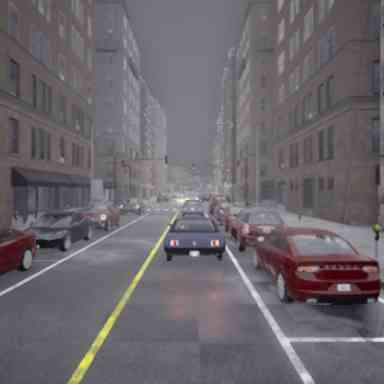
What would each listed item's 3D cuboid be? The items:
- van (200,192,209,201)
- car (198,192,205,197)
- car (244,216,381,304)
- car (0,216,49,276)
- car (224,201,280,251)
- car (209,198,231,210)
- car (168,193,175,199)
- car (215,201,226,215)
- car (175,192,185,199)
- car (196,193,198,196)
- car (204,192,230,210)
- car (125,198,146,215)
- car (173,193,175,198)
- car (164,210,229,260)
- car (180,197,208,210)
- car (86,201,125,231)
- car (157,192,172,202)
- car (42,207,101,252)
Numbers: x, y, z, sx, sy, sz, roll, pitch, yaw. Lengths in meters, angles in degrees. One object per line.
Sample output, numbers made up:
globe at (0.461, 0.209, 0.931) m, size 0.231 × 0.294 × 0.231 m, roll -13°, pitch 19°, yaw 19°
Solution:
van at (2.564, 0.988, 68.769) m, size 1.690 × 1.788 × 3.998 m, roll 0°, pitch 0°, yaw 0°
car at (2.593, 1.019, 57.762) m, size 2.192 × 1.841 × 5.009 m, roll 0°, pitch 0°, yaw 0°
car at (2.623, 1.504, 7.978) m, size 1.887 × 1.381 × 4.507 m, roll 0°, pitch 0°, yaw 0°
car at (-5.402, 1.504, 7.963) m, size 1.887 × 1.381 × 4.507 m, roll 0°, pitch 0°, yaw 0°
car at (2.612, 1.370, 13.660) m, size 1.967 × 1.590 × 4.097 m, roll 0°, pitch 0°, yaw 0°
car at (2.591, 1.423, 25.025) m, size 2.008 × 1.369 × 4.403 m, roll 0°, pitch 0°, yaw 0°
car at (-5.576, 1.077, 90.769) m, size 1.887 × 1.381 × 4.507 m, roll 0°, pitch 0°, yaw 0°
car at (2.602, 1.446, 19.343) m, size 1.887 × 1.381 × 4.507 m, roll 0°, pitch 0°, yaw 0°
car at (-2.914, 1.069, 87.966) m, size 1.812 × 1.442 × 4.674 m, roll 0°, pitch 0°, yaw 0°
car at (2.549, 0.933, 74.273) m, size 2.192 × 1.841 × 5.009 m, roll 0°, pitch 0°, yaw 0°
car at (2.580, 1.158, 30.706) m, size 2.192 × 1.841 × 5.009 m, roll 0°, pitch 0°, yaw 0°
car at (-5.445, 1.284, 30.691) m, size 1.967 × 1.590 × 4.097 m, roll 0°, pitch 0°, yaw 0°
car at (-5.552, 1.169, 74.258) m, size 2.008 × 1.369 × 4.403 m, roll 0°, pitch 0°, yaw 0°
car at (0.077, 1.539, 12.145) m, size 1.895 × 1.301 × 4.718 m, roll 0°, pitch 0°, yaw 0°
car at (0.045, 1.399, 29.146) m, size 2.033 × 1.411 × 5.357 m, roll 0°, pitch 0°, yaw 0°
car at (-5.424, 1.342, 19.327) m, size 1.967 × 1.590 × 4.097 m, roll 0°, pitch 0°, yaw 0°
car at (-5.536, 0.991, 63.249) m, size 2.192 × 1.841 × 5.009 m, roll 0°, pitch 0°, yaw 0°
car at (-5.413, 1.497, 13.645) m, size 1.947 × 1.339 × 4.313 m, roll 0°, pitch 0°, yaw 0°
